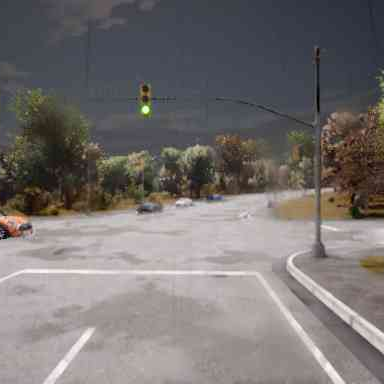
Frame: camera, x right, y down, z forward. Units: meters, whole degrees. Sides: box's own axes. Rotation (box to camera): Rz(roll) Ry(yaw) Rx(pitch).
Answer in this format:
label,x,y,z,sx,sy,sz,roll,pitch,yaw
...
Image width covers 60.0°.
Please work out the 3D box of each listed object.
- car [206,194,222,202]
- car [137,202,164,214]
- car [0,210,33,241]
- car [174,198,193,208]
label,x,y,z,sx,sy,sz,roll,pitch,yaw
car,4.591,1.173,69.283,1.882,1.535,5.008,0,3,27
car,-5.450,2.038,44.225,2.033,1.411,5.357,0,0,16
car,-10.919,1.572,17.638,4.553,1.767,2.097,0,-1,3
car,-1.362,1.808,56.292,1.812,1.442,4.674,0,2,22
